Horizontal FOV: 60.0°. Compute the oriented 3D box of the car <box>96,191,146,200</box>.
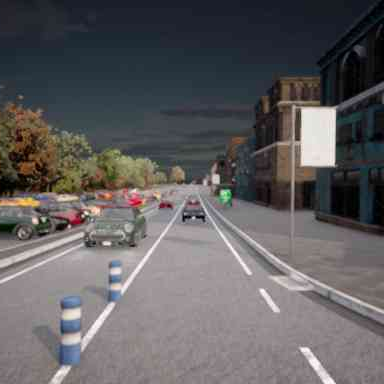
[{"bbox_3d":[-9.574,1.217,45.145,5.566,2.045,2.435,0,1,1],"label":"car"}]

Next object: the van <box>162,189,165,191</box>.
[{"bbox_3d":[-9.107,0.689,75.691,4.442,1.987,1.878,0,1,1],"label":"van"}]

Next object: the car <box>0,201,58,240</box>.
[{"bbox_3d":[-9.808,1.498,17.287,4.553,1.767,2.185,0,-1,1],"label":"car"}]

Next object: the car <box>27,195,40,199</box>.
[{"bbox_3d":[-22.651,1.503,42.339,5.008,1.535,2.097,0,1,1],"label":"car"}]

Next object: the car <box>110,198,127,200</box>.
[{"bbox_3d":[-9.658,1.628,34.005,5.008,1.535,2.097,0,0,1],"label":"car"}]

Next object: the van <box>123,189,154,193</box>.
[{"bbox_3d":[-9.516,0.995,59.060,4.442,1.987,1.878,0,1,1],"label":"van"}]

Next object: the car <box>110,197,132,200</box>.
[{"bbox_3d":[-9.629,1.599,36.794,5.008,1.535,2.097,0,1,1],"label":"car"}]

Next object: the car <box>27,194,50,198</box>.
[{"bbox_3d":[-22.811,1.448,45.248,5.366,1.575,1.946,0,1,1],"label":"car"}]

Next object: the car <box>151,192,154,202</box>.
[{"bbox_3d":[-9.435,1.272,56.279,4.892,1.521,2.231,0,1,1],"label":"car"}]

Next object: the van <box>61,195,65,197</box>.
[{"bbox_3d":[-22.450,1.127,50.810,4.442,1.987,1.878,0,1,1],"label":"van"}]

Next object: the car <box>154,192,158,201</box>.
[{"bbox_3d":[-9.376,1.170,61.845,5.008,1.535,2.097,0,1,1],"label":"car"}]

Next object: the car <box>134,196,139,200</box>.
[{"bbox_3d":[-9.573,1.558,42.367,4.674,1.452,2.002,0,1,1],"label":"car"}]

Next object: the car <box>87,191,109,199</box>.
[{"bbox_3d":[-22.241,0.717,78.655,4.553,1.767,2.185,0,1,1],"label":"car"}]

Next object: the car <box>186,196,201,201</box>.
[{"bbox_3d":[0.179,1.288,46.277,2.097,1.767,4.553,0,1,0],"label":"car"}]

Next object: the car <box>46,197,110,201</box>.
[{"bbox_3d":[-9.754,1.535,28.429,4.553,1.767,2.185,0,0,1],"label":"car"}]

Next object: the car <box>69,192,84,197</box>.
[{"bbox_3d":[-22.484,1.203,59.169,5.008,1.535,2.097,0,1,1],"label":"car"}]

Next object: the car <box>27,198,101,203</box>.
[{"bbox_3d":[-9.783,1.540,25.649,4.553,1.767,2.185,0,0,1],"label":"car"}]

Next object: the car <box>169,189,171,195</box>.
[{"bbox_3d":[-9.233,0.584,92.457,5.366,1.575,1.946,0,1,1],"label":"car"}]

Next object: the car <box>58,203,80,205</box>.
[{"bbox_3d":[-9.810,1.689,22.862,4.792,1.488,2.163,0,0,1],"label":"car"}]

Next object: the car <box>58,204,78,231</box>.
[{"bbox_3d":[-9.781,1.675,20.074,4.792,1.488,2.163,0,0,1],"label":"car"}]

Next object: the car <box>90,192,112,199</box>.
[{"bbox_3d":[-22.249,0.788,81.442,5.008,1.535,2.097,0,1,1],"label":"car"}]

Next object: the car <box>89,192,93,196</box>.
[{"bbox_3d":[-22.449,1.132,64.736,4.792,1.488,2.163,0,1,1],"label":"car"}]

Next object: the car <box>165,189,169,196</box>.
[{"bbox_3d":[-9.075,0.573,86.886,4.553,1.767,2.185,0,1,1],"label":"car"}]

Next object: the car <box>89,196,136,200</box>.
[{"bbox_3d":[-9.576,1.592,39.581,4.792,1.488,2.163,0,1,1],"label":"car"}]

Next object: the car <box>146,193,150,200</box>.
[{"bbox_3d":[-9.673,1.367,50.716,5.366,1.575,1.946,0,1,1],"label":"car"}]

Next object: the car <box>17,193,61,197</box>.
[{"bbox_3d":[-22.568,1.151,48.026,5.566,2.045,2.435,0,1,1],"label":"car"}]

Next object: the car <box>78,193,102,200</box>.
[{"bbox_3d":[-22.335,0.988,73.091,4.674,1.452,2.002,0,1,1],"label":"car"}]

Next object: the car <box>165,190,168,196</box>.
[{"bbox_3d":[-9.138,0.792,84.108,4.674,1.452,2.002,0,1,1],"label":"car"}]

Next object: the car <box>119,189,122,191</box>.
[{"bbox_3d":[-22.187,0.500,89.795,4.553,1.767,2.185,0,1,1],"label":"car"}]

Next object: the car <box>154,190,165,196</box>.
[{"bbox_3d":[-9.097,1.014,70.192,5.366,1.575,1.946,0,1,1],"label":"car"}]

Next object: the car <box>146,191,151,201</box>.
[{"bbox_3d":[-9.428,1.197,53.369,4.553,1.767,2.185,0,1,1],"label":"car"}]

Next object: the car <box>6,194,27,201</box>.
[{"bbox_3d":[-22.717,1.421,39.552,4.553,1.767,2.185,0,1,1],"label":"car"}]

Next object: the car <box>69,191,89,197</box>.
[{"bbox_3d":[-22.456,1.154,61.953,4.892,1.521,2.231,0,1,1],"label":"car"}]

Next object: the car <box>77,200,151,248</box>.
[{"bbox_3d":[-3.334,1.442,15.272,2.097,1.767,4.553,0,0,0],"label":"car"}]

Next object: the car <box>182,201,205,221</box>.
[{"bbox_3d":[0.132,1.723,28.116,1.895,1.301,4.718,0,0,0],"label":"car"}]

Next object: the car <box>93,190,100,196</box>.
[{"bbox_3d":[-22.362,0.801,67.518,5.566,2.045,2.435,0,1,1],"label":"car"}]

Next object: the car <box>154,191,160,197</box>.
[{"bbox_3d":[-9.336,1.120,64.628,5.008,1.535,2.097,0,1,1],"label":"car"}]

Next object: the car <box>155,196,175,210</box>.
[{"bbox_3d":[-3.252,1.582,43.204,1.895,1.301,4.718,0,1,1],"label":"car"}]

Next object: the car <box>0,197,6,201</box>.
[{"bbox_3d":[-22.773,1.360,33.971,5.566,2.045,2.435,0,0,1],"label":"car"}]

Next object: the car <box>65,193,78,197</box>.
[{"bbox_3d":[-22.511,1.294,56.385,4.674,1.452,2.002,0,1,1],"label":"car"}]
